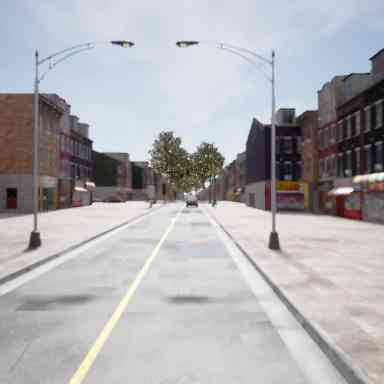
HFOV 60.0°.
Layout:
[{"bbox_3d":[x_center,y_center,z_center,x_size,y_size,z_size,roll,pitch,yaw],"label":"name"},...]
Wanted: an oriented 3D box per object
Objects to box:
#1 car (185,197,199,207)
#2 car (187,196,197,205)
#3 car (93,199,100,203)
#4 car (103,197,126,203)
[{"bbox_3d":[0.012,1.588,51.256,1.837,1.490,4.892,0,0,0],"label":"car"},{"bbox_3d":[0.010,1.629,64.421,1.882,1.535,5.008,0,-1,0],"label":"car"},{"bbox_3d":[-20.068,1.437,63.551,4.829,1.417,1.752,1,-2,0],"label":"car"},{"bbox_3d":[-14.741,1.539,63.583,4.313,1.339,1.947,1,-2,0],"label":"car"}]
